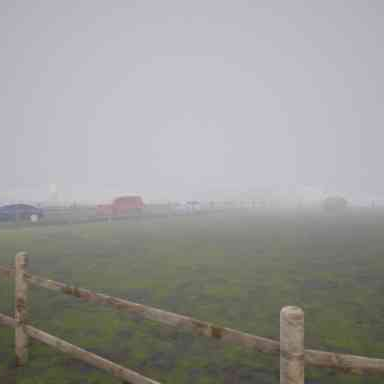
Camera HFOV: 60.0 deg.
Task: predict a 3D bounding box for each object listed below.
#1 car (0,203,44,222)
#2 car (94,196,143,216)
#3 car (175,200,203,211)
[{"bbox_3d":[-14.002,1.590,25.508,1.882,1.535,5.008,0,0,35],"label":"car"},{"bbox_3d":[-7.439,1.428,34.565,2.150,2.045,5.566,0,0,37],"label":"car"},{"bbox_3d":[-0.347,1.845,44.282,1.812,1.442,4.674,0,0,36],"label":"car"}]
